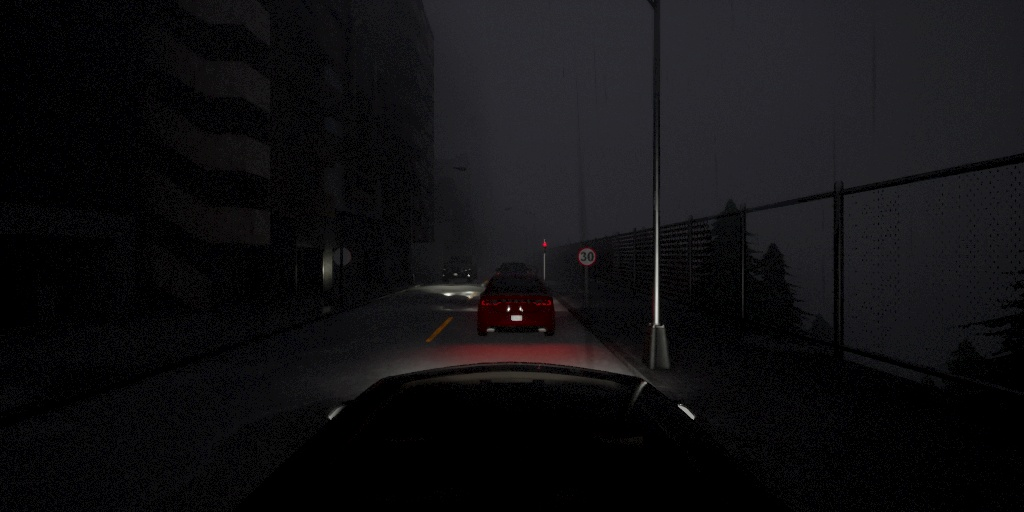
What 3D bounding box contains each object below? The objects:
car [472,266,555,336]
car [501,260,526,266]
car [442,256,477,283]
[{"bbox_3d":[0.092,1.228,10.436,1.882,1.535,5.008,0,0,0],"label":"car"},{"bbox_3d":[0.086,1.102,20.806,2.097,1.767,4.553,0,0,0],"label":"car"},{"bbox_3d":[-4.030,0.976,28.413,2.150,2.045,5.566,0,0,0],"label":"car"}]
